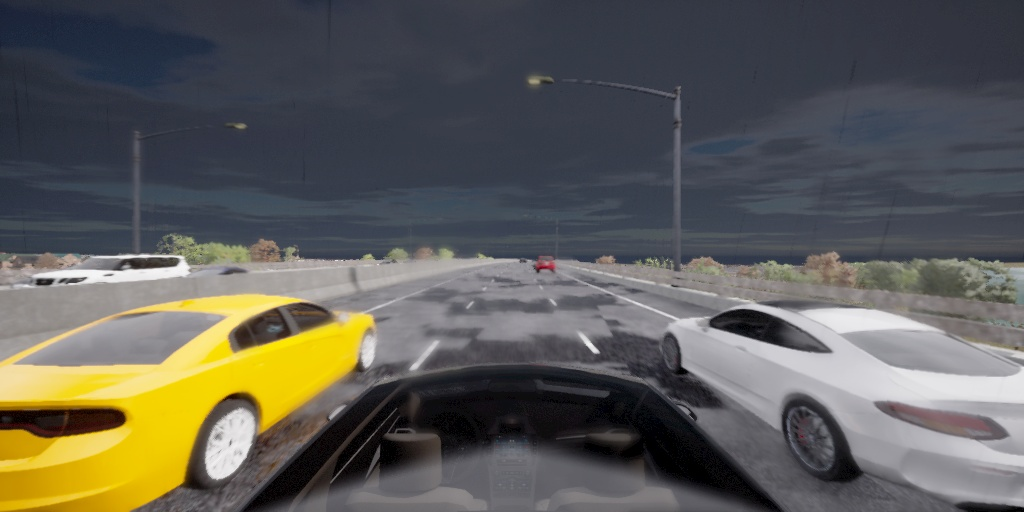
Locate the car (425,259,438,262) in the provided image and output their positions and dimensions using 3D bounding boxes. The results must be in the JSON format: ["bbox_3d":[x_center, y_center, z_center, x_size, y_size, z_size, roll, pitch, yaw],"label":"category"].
[{"bbox_3d":[-13.112,1.245,58.743,1.882,1.535,5.008,0,0,2],"label":"car"}]

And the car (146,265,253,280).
[{"bbox_3d":[-14.022,1.258,17.070,1.812,1.442,4.674,0,0,1],"label":"car"}]

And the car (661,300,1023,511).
[{"bbox_3d":[3.594,1.283,4.550,1.812,1.442,4.674,0,0,0],"label":"car"}]

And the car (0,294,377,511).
[{"bbox_3d":[-3.393,1.224,4.581,1.882,1.535,5.008,0,0,0],"label":"car"}]

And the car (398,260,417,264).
[{"bbox_3d":[-16.609,1.324,58.817,1.994,1.385,4.181,0,0,2],"label":"car"}]

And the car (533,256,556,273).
[{"bbox_3d":[3.973,0.990,42.932,2.150,2.045,5.566,0,0,1],"label":"car"}]

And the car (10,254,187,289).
[{"bbox_3d":[-17.535,0.948,16.117,2.150,2.045,5.566,0,0,1],"label":"car"}]

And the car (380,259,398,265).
[{"bbox_3d":[-20.106,1.257,58.944,1.837,1.490,4.892,0,0,2],"label":"car"}]

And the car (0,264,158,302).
[{"bbox_3d":[-21.011,1.213,17.739,2.128,1.511,4.902,0,0,1],"label":"car"}]

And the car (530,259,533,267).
[{"bbox_3d":[4.264,1.291,53.851,2.163,1.488,4.792,0,0,2],"label":"car"}]
